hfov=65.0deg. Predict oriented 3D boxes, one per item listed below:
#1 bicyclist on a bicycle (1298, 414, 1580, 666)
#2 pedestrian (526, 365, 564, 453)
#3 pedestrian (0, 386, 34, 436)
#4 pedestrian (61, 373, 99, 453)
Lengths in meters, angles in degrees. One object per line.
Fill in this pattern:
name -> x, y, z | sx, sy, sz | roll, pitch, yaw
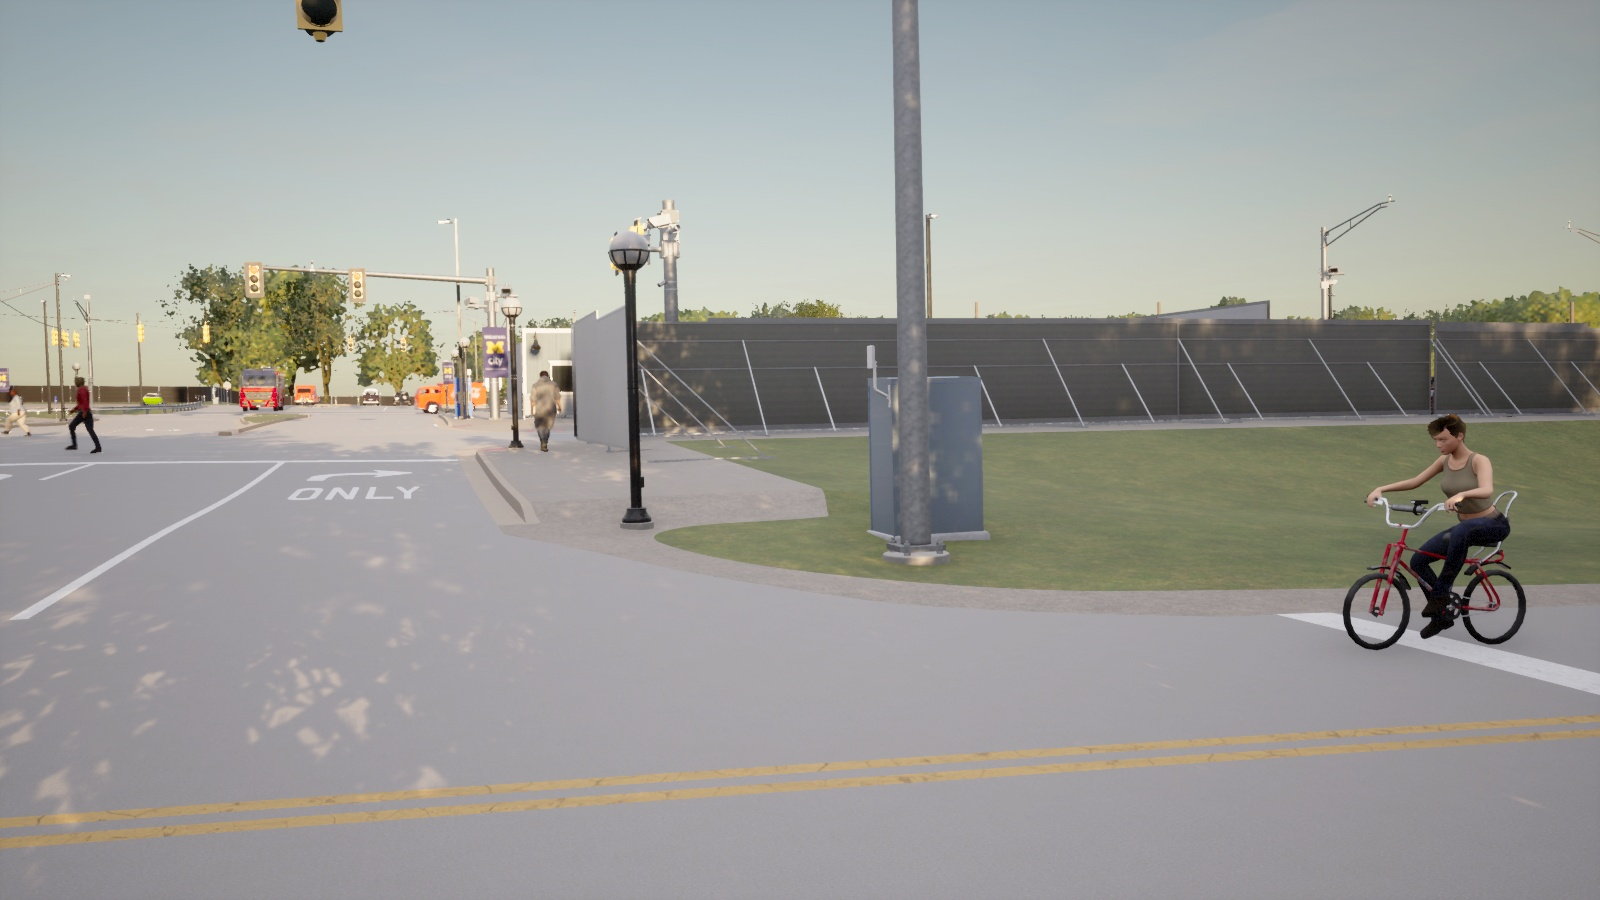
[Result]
bicyclist on a bicycle -> 4.374, 0.569, 8.649 | 1.509, 1.612, 0.866 | 0, 1, -14
pedestrian -> -5.752, -0.926, 28.295 | 0.659, 1.952, 0.873 | -2, 2, -19
pedestrian -> -29.308, -1.457, 46.896 | 0.900, 1.855, 0.874 | -2, 2, -15
pedestrian -> -16.790, -0.866, 29.299 | 0.636, 1.846, 0.331 | -2, 2, -11
